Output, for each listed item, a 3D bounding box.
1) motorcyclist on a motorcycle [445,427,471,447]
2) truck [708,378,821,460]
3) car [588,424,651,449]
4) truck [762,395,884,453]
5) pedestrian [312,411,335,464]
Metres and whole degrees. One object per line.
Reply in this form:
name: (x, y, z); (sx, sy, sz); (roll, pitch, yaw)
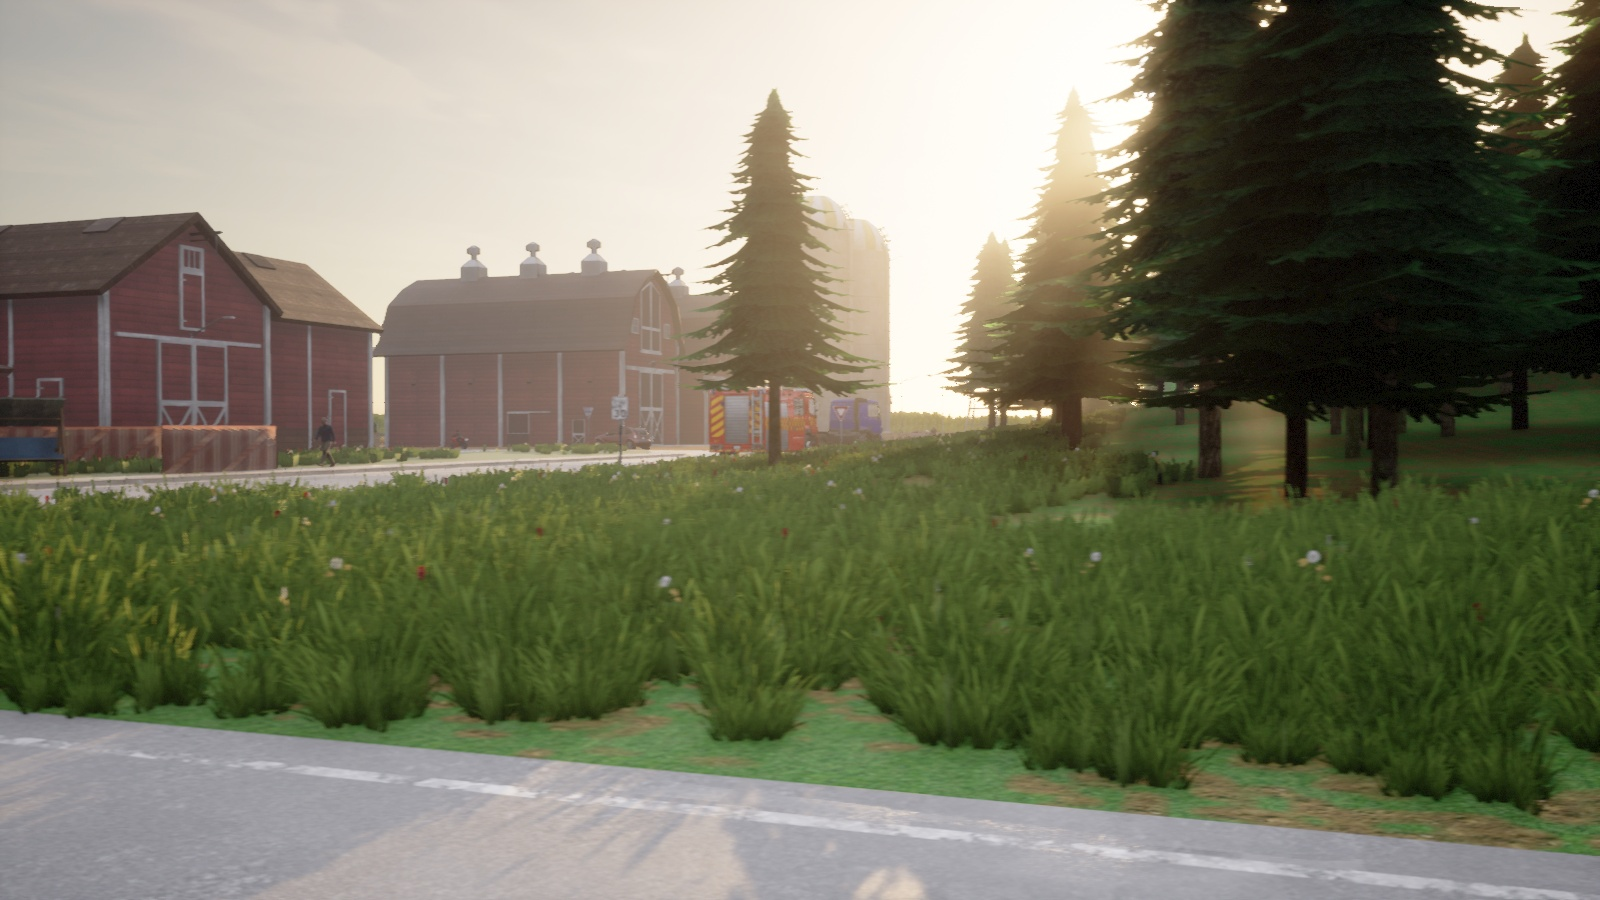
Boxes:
motorcyclist on a motorcycle: (-25.624, -0.984, 94.089); (2.044, 1.523, 0.797); (1, 1, 38)
truck: (-1.647, -1.510, 63.032); (2.891, 3.827, 8.468); (1, 1, 19)
car: (-12.134, -0.913, 84.452); (3.988, 1.617, 1.851); (1, 1, 32)
truck: (1.520, -1.573, 78.208); (7.936, 3.462, 2.891); (0, 1, -45)
pedestrian: (-16.641, -0.445, 43.873); (0.402, 1.842, 0.726); (1, 1, 17)
